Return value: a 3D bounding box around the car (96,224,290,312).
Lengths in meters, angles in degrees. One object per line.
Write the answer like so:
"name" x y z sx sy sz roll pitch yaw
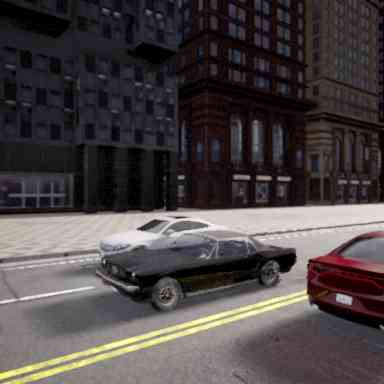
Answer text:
"car" 0.269 1.615 7.866 4.718 1.301 1.895 0 0 -35

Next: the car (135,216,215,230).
"car" -0.734 1.544 11.142 4.674 1.442 1.812 0 0 -35

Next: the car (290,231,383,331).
"car" 4.350 1.500 6.540 5.008 1.535 1.882 0 0 -35
